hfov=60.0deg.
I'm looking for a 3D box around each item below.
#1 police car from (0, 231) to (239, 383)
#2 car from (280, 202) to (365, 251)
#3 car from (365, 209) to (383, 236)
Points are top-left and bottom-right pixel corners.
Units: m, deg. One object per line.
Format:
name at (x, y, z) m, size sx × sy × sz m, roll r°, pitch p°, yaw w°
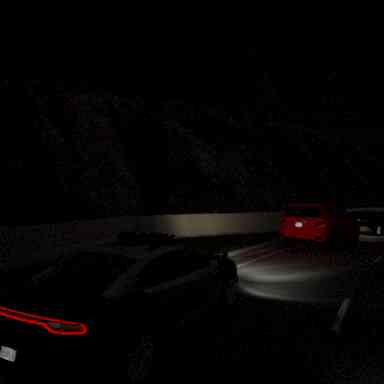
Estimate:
police car at (-0.702, 1.506, 5.739) m, size 1.930 × 1.638 × 5.238 m, roll 0°, pitch -1°, yaw 28°
car at (6.180, 1.484, 15.785) m, size 2.150 × 2.045 × 5.566 m, roll 0°, pitch -1°, yaw 41°
car at (11.366, 1.867, 20.963) m, size 4.892 × 1.490 × 1.837 m, roll 1°, pitch -1°, yaw -41°
